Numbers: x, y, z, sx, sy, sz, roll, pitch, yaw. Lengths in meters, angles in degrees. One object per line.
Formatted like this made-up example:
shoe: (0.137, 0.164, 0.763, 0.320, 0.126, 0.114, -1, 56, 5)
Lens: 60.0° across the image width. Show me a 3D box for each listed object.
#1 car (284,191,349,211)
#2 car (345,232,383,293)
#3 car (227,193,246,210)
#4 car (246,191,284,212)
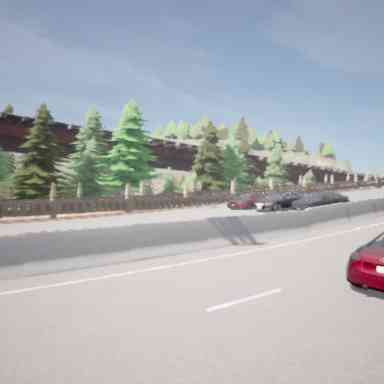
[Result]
car: (9.035, 0.711, 23.331, 5.008, 1.535, 1.882, -4, 2, -35)
car: (5.376, 1.420, 7.582, 4.181, 1.385, 1.994, -2, 1, -35)
car: (5.051, 0.792, 29.087, 4.181, 1.385, 1.994, -4, 2, -35)
car: (6.994, 0.725, 26.173, 4.902, 1.511, 2.128, -4, 2, -35)
